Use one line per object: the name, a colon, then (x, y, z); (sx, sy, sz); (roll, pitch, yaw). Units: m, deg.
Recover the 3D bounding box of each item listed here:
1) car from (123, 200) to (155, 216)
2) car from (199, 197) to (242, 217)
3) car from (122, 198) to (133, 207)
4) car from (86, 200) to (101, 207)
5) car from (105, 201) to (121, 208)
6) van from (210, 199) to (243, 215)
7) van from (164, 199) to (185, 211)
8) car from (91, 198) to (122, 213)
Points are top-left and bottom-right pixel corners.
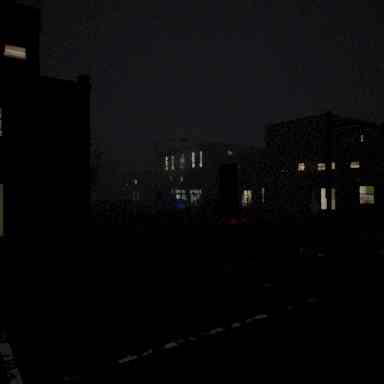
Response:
car: (-5.947, 2.047, 39.239); (1.752, 1.417, 4.829); (-2, 0, -36)
car: (3.057, 1.585, 36.695); (2.150, 2.045, 5.566); (-1, 0, -36)
car: (-12.638, 2.084, 62.546); (2.192, 1.841, 5.009); (-2, 0, -36)
car: (-22.644, 2.594, 76.257); (1.802, 1.307, 4.206); (-2, 0, -36)
car: (-15.968, 2.432, 67.116); (1.802, 1.307, 4.206); (-2, 0, -36)
van: (4.051, 1.707, 39.694); (1.690, 1.788, 3.998); (-2, 0, -36)
van: (-2.624, 1.868, 48.834); (1.690, 1.788, 3.998); (-2, 0, -36)
car: (-12.728, 2.001, 48.516); (2.192, 1.841, 5.009); (-2, 0, -36)
